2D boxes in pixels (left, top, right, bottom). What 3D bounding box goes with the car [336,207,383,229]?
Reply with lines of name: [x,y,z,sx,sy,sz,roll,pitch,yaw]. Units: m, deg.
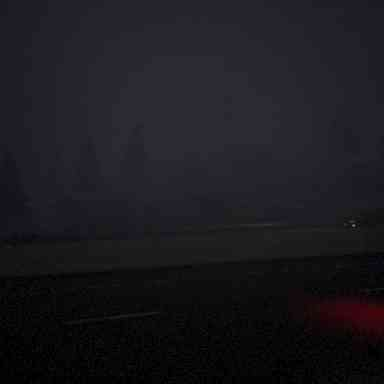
car: [18.152,2.677,34.461,5.566,2.045,2.150,-2,-4,-7]

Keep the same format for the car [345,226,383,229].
car: [16.694,2.503,30.736,5.566,2.045,2.150,-2,-4,-8]
